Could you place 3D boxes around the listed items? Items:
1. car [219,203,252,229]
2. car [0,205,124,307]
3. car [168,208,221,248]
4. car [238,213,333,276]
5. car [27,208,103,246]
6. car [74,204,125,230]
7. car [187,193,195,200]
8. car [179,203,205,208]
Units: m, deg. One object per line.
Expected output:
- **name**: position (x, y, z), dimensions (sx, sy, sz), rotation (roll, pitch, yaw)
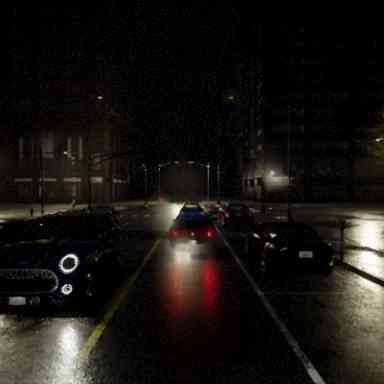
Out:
- **car**: position (2.743, 1.400, 21.390), dimensions (1.967, 1.590, 4.097), rotation (0, 0, 0)
- **car**: position (-3.102, 1.336, 8.143), dimensions (2.097, 1.767, 4.553), rotation (0, 0, 0)
- **car**: position (0.043, 1.573, 14.554), dimensions (1.895, 1.301, 4.718), rotation (0, 0, 0)
- **car**: position (2.752, 1.545, 10.118), dimensions (1.947, 1.339, 4.313), rotation (0, 0, 0)
- **car**: position (-5.777, 1.536, 15.746), dimensions (1.947, 1.339, 4.313), rotation (0, 0, 0)
- **car**: position (-5.782, 1.511, 21.383), dimensions (2.008, 1.369, 4.403), rotation (0, 0, 0)
- **car**: position (-0.157, 1.243, 89.671), dimensions (2.097, 1.767, 4.553), rotation (0, 0, 0)
- **car**: position (-0.017, 1.518, 24.524), dimensions (1.994, 1.385, 4.181), rotation (0, 0, 0)
